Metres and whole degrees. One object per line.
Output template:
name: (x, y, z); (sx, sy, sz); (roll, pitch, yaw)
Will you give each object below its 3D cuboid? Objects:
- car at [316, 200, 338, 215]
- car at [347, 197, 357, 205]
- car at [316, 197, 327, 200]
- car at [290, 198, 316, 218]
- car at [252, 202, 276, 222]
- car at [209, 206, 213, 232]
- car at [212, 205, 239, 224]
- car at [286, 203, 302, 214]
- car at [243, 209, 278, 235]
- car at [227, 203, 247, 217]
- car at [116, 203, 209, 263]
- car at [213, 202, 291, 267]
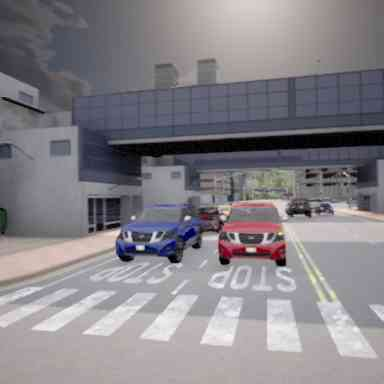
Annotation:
car: (16.608, 2.119, 41.752); (1.812, 1.442, 4.674); (-1, -1, 14)
car: (39.285, 2.191, 80.856); (1.932, 1.855, 4.605); (-1, -1, 13)
car: (18.758, 1.967, 51.095); (2.150, 2.045, 5.566); (-1, -1, 13)
car: (11.853, 1.779, 36.671); (2.150, 2.045, 5.566); (-1, -2, 13)
car: (7.067, 1.898, 32.456); (2.097, 1.767, 4.553); (-1, -1, 13)
car: (1.162, 1.792, 22.732); (2.097, 1.767, 4.553); (-1, -1, 13)
car: (3.295, 2.063, 31.702); (1.882, 1.535, 5.008); (-1, -1, 13)
car: (14.066, 2.241, 46.112); (1.812, 1.442, 4.674); (-1, -1, 14)
car: (4.764, 1.936, 22.745); (2.033, 1.411, 5.357); (-1, -1, 13)
car: (5.737, 2.229, 41.887); (1.882, 1.535, 5.008); (-1, -1, 14)
car: (-1.022, 1.512, 13.578); (2.150, 2.045, 5.566); (-1, -1, 14)
car: (2.412, 1.447, 12.785); (2.150, 2.045, 5.566); (-1, -1, 13)
